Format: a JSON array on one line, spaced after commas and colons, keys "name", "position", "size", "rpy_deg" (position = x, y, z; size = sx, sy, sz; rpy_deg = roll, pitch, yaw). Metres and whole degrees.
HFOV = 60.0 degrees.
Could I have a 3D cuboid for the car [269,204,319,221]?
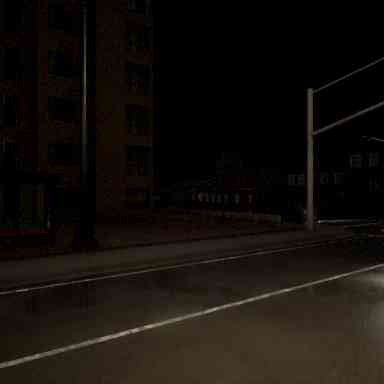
[{"name": "car", "position": [9.442, 1.866, 31.165], "size": [2.097, 1.767, 4.553], "rpy_deg": [0, -5, -36]}]
